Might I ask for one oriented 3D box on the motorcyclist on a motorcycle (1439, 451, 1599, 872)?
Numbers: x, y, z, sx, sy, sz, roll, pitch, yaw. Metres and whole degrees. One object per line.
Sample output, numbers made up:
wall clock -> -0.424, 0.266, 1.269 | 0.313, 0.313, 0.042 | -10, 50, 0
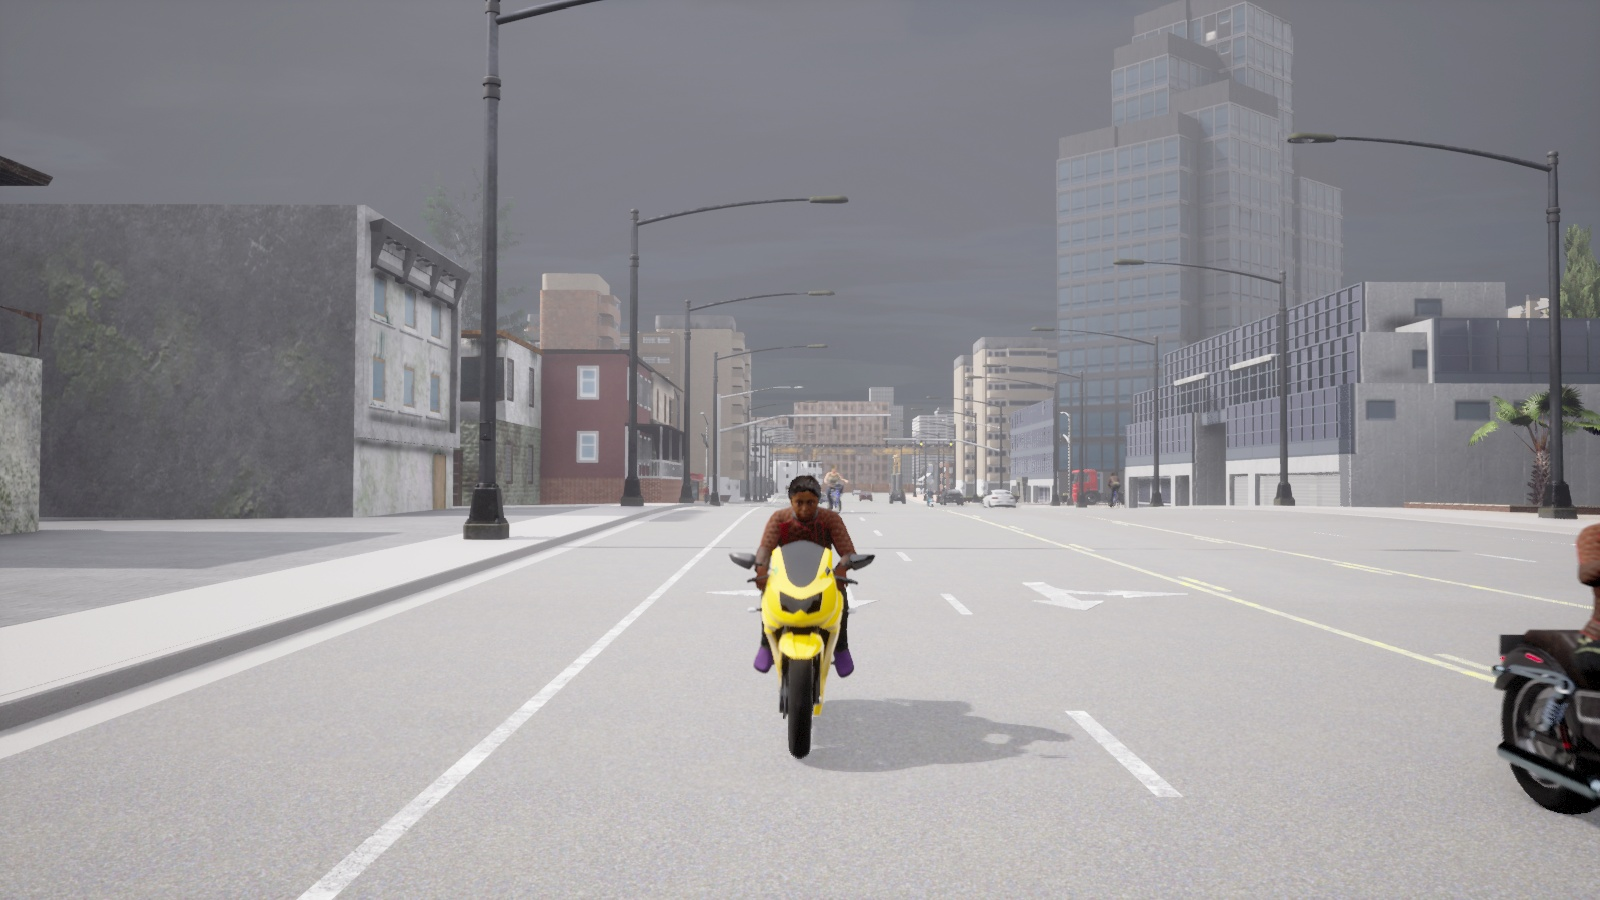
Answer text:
motorcyclist on a motorcycle -> 3.518, 0.828, 4.978 | 0.766, 1.649, 2.350 | 0, -1, 0

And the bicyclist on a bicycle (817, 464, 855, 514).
bicyclist on a bicycle -> 1.166, 1.261, 40.956 | 0.866, 1.612, 1.509 | 0, -1, -14

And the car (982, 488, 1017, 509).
car -> 14.154, 3.441, 89.311 | 1.812, 1.442, 4.674 | 0, -2, 0

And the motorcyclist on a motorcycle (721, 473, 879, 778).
motorcyclist on a motorcycle -> 0.028, 0.905, 7.373 | 0.797, 1.523, 2.044 | 0, -1, 2
